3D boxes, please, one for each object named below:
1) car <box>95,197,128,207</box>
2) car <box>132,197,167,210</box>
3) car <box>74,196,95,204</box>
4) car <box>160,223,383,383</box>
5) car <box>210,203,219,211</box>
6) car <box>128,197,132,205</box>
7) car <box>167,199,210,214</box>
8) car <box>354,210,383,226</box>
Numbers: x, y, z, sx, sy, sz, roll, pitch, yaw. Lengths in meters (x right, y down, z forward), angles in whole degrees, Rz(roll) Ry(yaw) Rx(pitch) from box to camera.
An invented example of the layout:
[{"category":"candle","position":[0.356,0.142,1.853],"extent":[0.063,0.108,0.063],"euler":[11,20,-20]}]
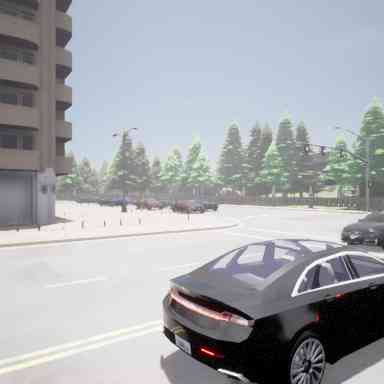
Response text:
[{"category":"car","position":[-12.289,1.545,50.677],"extent":[4.718,1.301,1.895],"euler":[0,0,42]},{"category":"car","position":[-5.444,1.470,42.091],"extent":[1.812,1.442,4.674],"euler":[0,0,-36]},{"category":"car","position":[-20.241,1.492,64.284],"extent":[5.357,1.411,2.033],"euler":[0,0,22]},{"category":"car","position":[1.880,1.492,5.129],"extent":[4.902,1.511,2.128],"euler":[0,0,-35]},{"category":"car","position":[1.063,1.545,38.971],"extent":[1.895,1.301,4.718],"euler":[0,0,-35]},{"category":"car","position":[-10.898,1.470,54.011],"extent":[4.674,1.442,1.812],"euler":[0,0,42]},{"category":"car","position":[-0.405,1.508,34.929],"extent":[1.994,1.385,4.181],"euler":[0,0,-35]},{"category":"car","position":[8.346,1.498,13.885],"extent":[4.892,1.490,1.837],"euler":[0,-2,-26]}]
